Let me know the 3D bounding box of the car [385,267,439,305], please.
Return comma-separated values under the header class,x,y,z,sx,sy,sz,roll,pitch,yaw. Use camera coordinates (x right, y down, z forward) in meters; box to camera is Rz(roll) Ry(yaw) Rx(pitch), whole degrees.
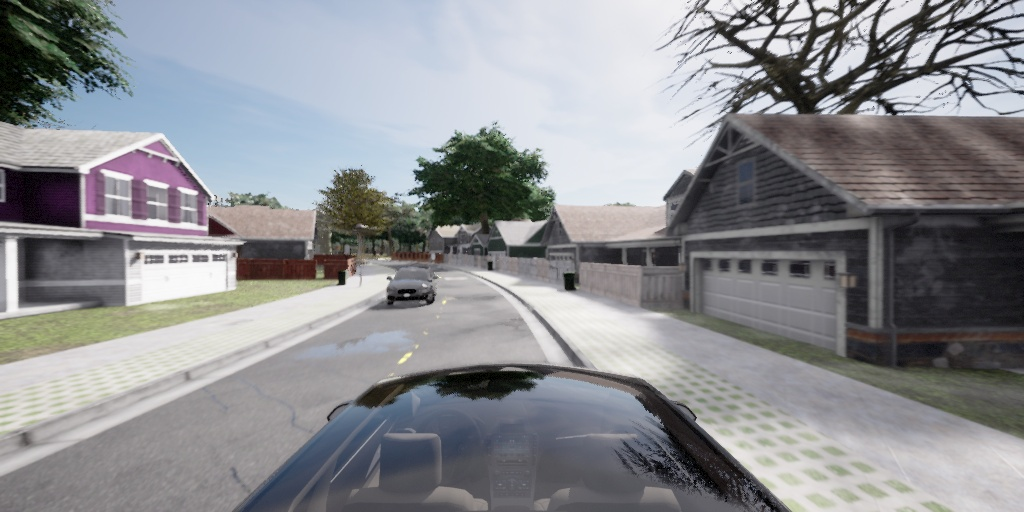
class,x,y,z,sx,sy,sz,roll,pitch,yaw
car,-4.391,1.252,16.192,1.837,1.490,4.892,0,0,-8
